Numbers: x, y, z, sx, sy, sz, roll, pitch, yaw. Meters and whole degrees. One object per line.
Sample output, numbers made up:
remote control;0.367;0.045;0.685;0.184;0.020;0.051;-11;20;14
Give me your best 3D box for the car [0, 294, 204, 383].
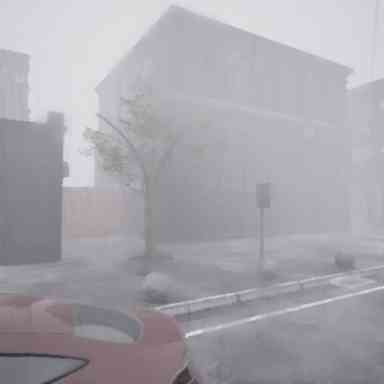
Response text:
car;-2.113;1.573;2.235;4.674;1.442;1.812;1;-1;-31
